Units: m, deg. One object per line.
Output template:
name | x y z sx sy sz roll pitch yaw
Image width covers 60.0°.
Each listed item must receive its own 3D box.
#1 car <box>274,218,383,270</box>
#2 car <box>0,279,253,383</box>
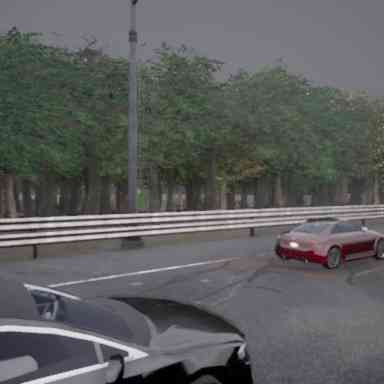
car | 4.760 1.577 11.204 4.181 1.385 1.994 0 0 -34
car | -1.634 1.488 2.537 4.902 1.511 2.128 0 0 -35
